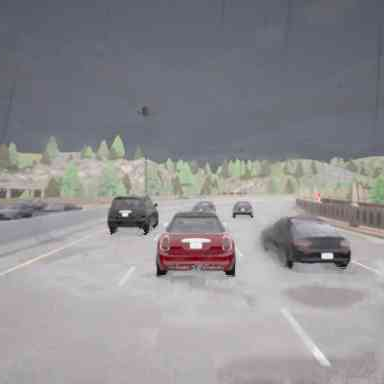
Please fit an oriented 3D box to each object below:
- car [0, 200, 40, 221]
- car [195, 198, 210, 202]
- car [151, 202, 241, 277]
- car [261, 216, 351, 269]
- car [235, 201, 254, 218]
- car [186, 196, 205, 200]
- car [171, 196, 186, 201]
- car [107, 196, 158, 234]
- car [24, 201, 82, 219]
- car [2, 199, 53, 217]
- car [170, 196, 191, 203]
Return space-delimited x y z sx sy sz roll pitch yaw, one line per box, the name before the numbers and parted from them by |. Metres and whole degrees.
car | -13.556 1.603 25.638 1.994 1.385 4.181 0 0 5
car | 1.234 1.574 30.872 2.033 1.411 5.357 0 0 9
car | 0.102 1.366 10.495 2.097 1.767 4.553 0 0 0
car | 3.603 1.541 11.146 1.812 1.442 4.674 0 0 0
car | 4.762 1.567 30.819 2.033 1.411 5.357 0 0 10
car | 1.350 1.548 64.150 1.882 1.535 5.008 0 0 28
car | -2.283 1.652 64.811 1.994 1.385 4.181 0 0 27
car | -3.292 1.246 19.481 2.150 2.045 5.566 0 0 2
car | -10.146 1.583 25.491 2.033 1.411 5.357 0 0 5
car | -16.203 1.549 33.078 2.128 1.511 4.902 0 0 9
car | -2.430 1.640 71.712 2.033 1.411 5.357 0 0 28
